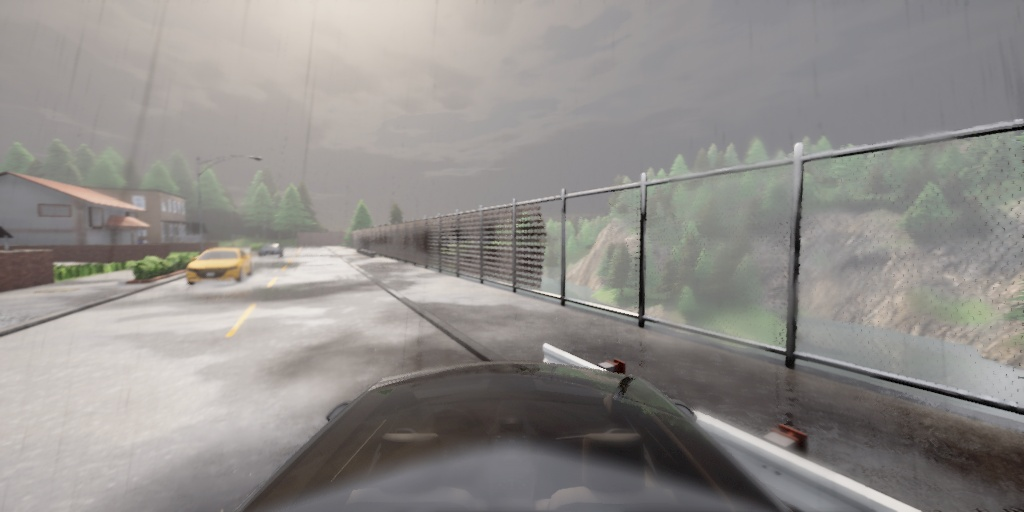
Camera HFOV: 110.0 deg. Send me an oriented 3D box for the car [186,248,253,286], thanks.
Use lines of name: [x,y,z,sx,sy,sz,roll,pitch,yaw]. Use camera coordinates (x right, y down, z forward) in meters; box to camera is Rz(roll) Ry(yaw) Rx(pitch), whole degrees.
car: [-13.705,0.395,17.037,1.882,1.535,5.008,-2,3,-29]

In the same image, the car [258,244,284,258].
car: [-25.050,-0.579,37.397,1.994,1.385,4.181,-2,3,-29]
